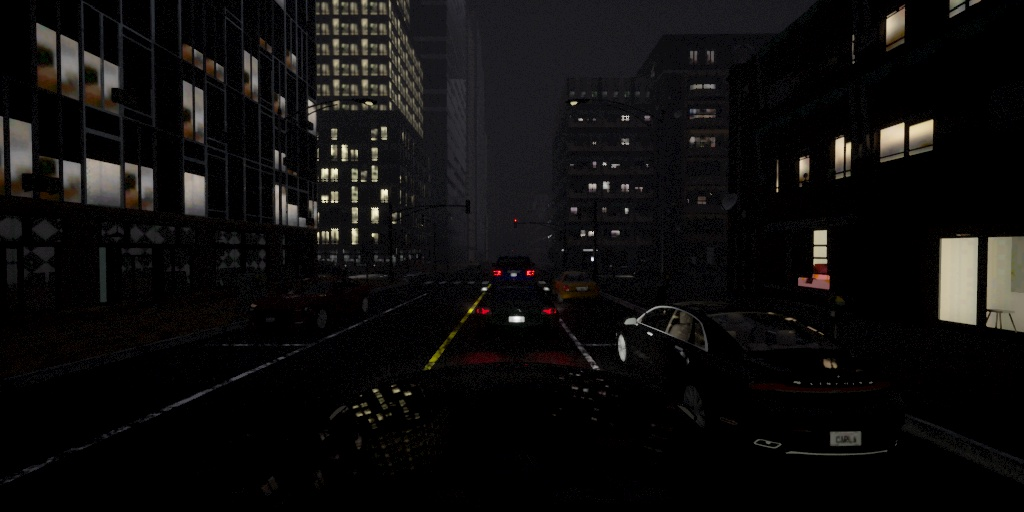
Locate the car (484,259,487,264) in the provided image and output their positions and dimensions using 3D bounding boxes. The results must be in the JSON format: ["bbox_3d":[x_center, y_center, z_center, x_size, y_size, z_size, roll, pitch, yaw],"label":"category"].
[{"bbox_3d":[-5.711,1.304,60.093,1.948,1.339,4.313,0,0,0],"label":"car"}]

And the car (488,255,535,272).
[{"bbox_3d":[0.087,0.967,19.429,2.150,2.045,5.566,0,0,0],"label":"car"}]

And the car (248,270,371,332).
[{"bbox_3d":[-5.825,1.292,10.897,1.888,1.381,4.507,0,0,0],"label":"car"}]

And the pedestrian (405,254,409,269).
[{"bbox_3d":[-12.562,0.670,42.954,0.375,1.860,0.375,0,0,1],"label":"pedestrian"}]

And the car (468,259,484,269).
[{"bbox_3d":[-5.709,1.264,54.269,1.751,1.417,4.829,0,0,0],"label":"car"}]

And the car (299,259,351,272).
[{"bbox_3d":[-17.869,1.154,34.291,4.674,1.442,1.812,1,1,2],"label":"car"}]

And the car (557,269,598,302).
[{"bbox_3d":[2.813,1.271,16.657,1.751,1.417,4.829,0,0,0],"label":"car"}]

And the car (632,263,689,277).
[{"bbox_3d":[15.341,1.404,37.044,5.357,1.411,2.033,0,1,1],"label":"car"}]

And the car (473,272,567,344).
[{"bbox_3d":[0.095,1.312,9.621,1.994,1.385,4.181,0,0,0],"label":"car"}]

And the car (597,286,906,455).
[{"bbox_3d":[2.817,1.299,5.198,2.007,1.370,4.403,0,0,0],"label":"car"}]
